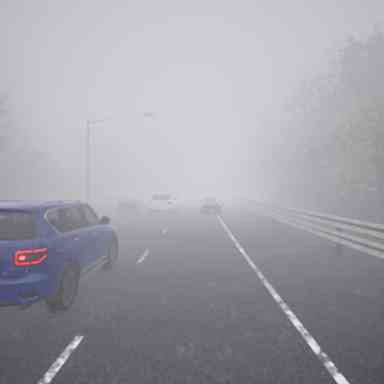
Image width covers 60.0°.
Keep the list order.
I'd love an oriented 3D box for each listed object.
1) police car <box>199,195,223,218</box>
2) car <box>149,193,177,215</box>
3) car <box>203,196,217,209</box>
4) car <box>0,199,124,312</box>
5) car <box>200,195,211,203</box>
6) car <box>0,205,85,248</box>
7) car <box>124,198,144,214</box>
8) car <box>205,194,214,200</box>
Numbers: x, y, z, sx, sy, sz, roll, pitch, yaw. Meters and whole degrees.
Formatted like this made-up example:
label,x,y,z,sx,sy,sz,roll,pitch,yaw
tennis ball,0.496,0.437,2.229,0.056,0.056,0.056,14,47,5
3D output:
label,x,y,z,sx,sy,sz,roll,pitch,yaw
police car,1.632,1.320,28.830,1.930,1.638,5.238,0,0,2
car,-2.679,1.103,31.913,2.150,2.045,5.566,0,0,2
car,2.399,1.352,44.501,1.837,1.490,4.892,0,0,3
car,-3.335,1.189,7.770,2.150,2.045,5.566,0,0,1
car,2.627,1.324,62.878,1.812,1.442,4.674,0,0,5
car,-6.704,1.441,15.382,1.837,1.490,4.892,0,0,1
car,-6.106,1.351,33.605,1.882,1.535,5.008,0,0,2
car,4.252,1.153,80.208,2.033,1.411,5.357,0,0,6
